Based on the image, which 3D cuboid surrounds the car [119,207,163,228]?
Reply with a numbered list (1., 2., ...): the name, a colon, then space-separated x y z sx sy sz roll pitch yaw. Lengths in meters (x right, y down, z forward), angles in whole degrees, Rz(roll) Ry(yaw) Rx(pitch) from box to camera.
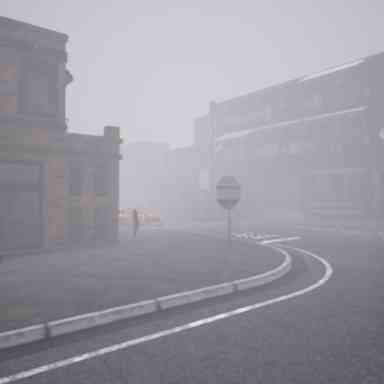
1. car: -4.196 1.980 26.561 2.097 1.767 4.553 0 -5 -37
